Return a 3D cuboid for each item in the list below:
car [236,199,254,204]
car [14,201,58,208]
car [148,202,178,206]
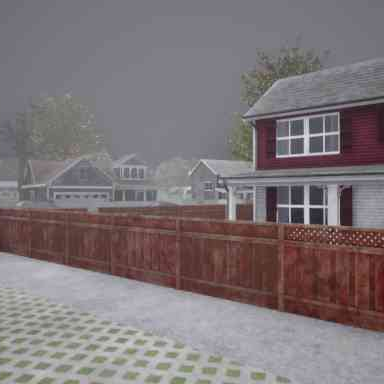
[{"bbox_3d":[5.529,1.534,34.292,4.553,1.767,2.097,0,0,-33],"label":"car"},{"bbox_3d":[-11.152,1.432,22.422,4.553,1.767,2.097,0,0,-37],"label":"car"},{"bbox_3d":[-2.774,1.638,28.583,4.892,1.490,1.837,0,0,-35],"label":"car"}]
